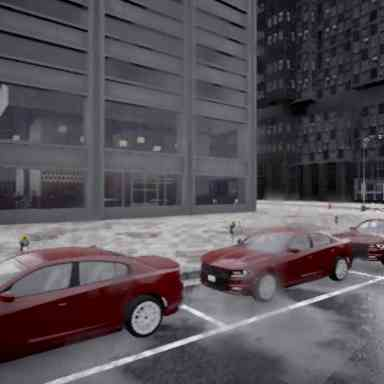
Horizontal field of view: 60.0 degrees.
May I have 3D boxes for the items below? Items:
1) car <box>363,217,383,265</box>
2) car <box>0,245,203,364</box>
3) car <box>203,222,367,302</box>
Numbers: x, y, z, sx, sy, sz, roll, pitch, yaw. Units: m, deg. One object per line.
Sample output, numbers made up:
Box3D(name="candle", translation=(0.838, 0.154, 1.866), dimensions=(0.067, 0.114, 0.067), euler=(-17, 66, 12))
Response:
Box3D(name="car", translation=(6.713, 1.569, 11.560), dimensions=(4.507, 1.381, 1.887), euler=(0, 0, -36))
Box3D(name="car", translation=(-2.238, 1.572, 5.079), dimensions=(4.507, 1.381, 1.887), euler=(0, 0, -36))
Box3D(name="car", translation=(2.237, 1.570, 8.319), dimensions=(4.507, 1.381, 1.887), euler=(0, 0, -36))
